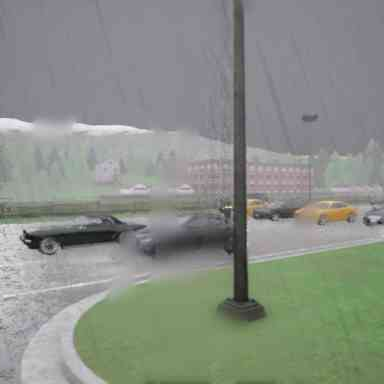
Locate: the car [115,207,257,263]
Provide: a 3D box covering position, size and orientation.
[{"bbox_3d":[-0.099,1.490,11.952,4.674,1.442,1.812,-1,0,-33],"label":"car"}]

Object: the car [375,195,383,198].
[{"bbox_3d":[26.414,1.161,45.825,4.892,1.490,1.837,0,0,-32],"label":"car"}]

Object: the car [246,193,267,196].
[{"bbox_3d":[5.089,1.087,32.077,5.566,2.045,2.150,-1,0,-33],"label":"car"}]

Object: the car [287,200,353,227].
[{"bbox_3d":[8.892,1.341,22.018,5.008,1.535,1.882,-1,0,-33],"label":"car"}]

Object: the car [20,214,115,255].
[{"bbox_3d":[-4.275,1.595,13.412,4.718,1.301,1.895,-1,0,-33],"label":"car"}]

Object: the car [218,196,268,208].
[{"bbox_3d":[4.747,1.358,27.672,5.008,1.535,1.882,-1,0,-33],"label":"car"}]

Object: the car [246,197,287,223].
[{"bbox_3d":[6.650,1.351,24.735,5.008,1.535,1.882,-1,0,-33],"label":"car"}]

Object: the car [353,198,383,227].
[{"bbox_3d":[12.254,1.332,20.033,4.902,1.511,2.128,-1,0,-33],"label":"car"}]
